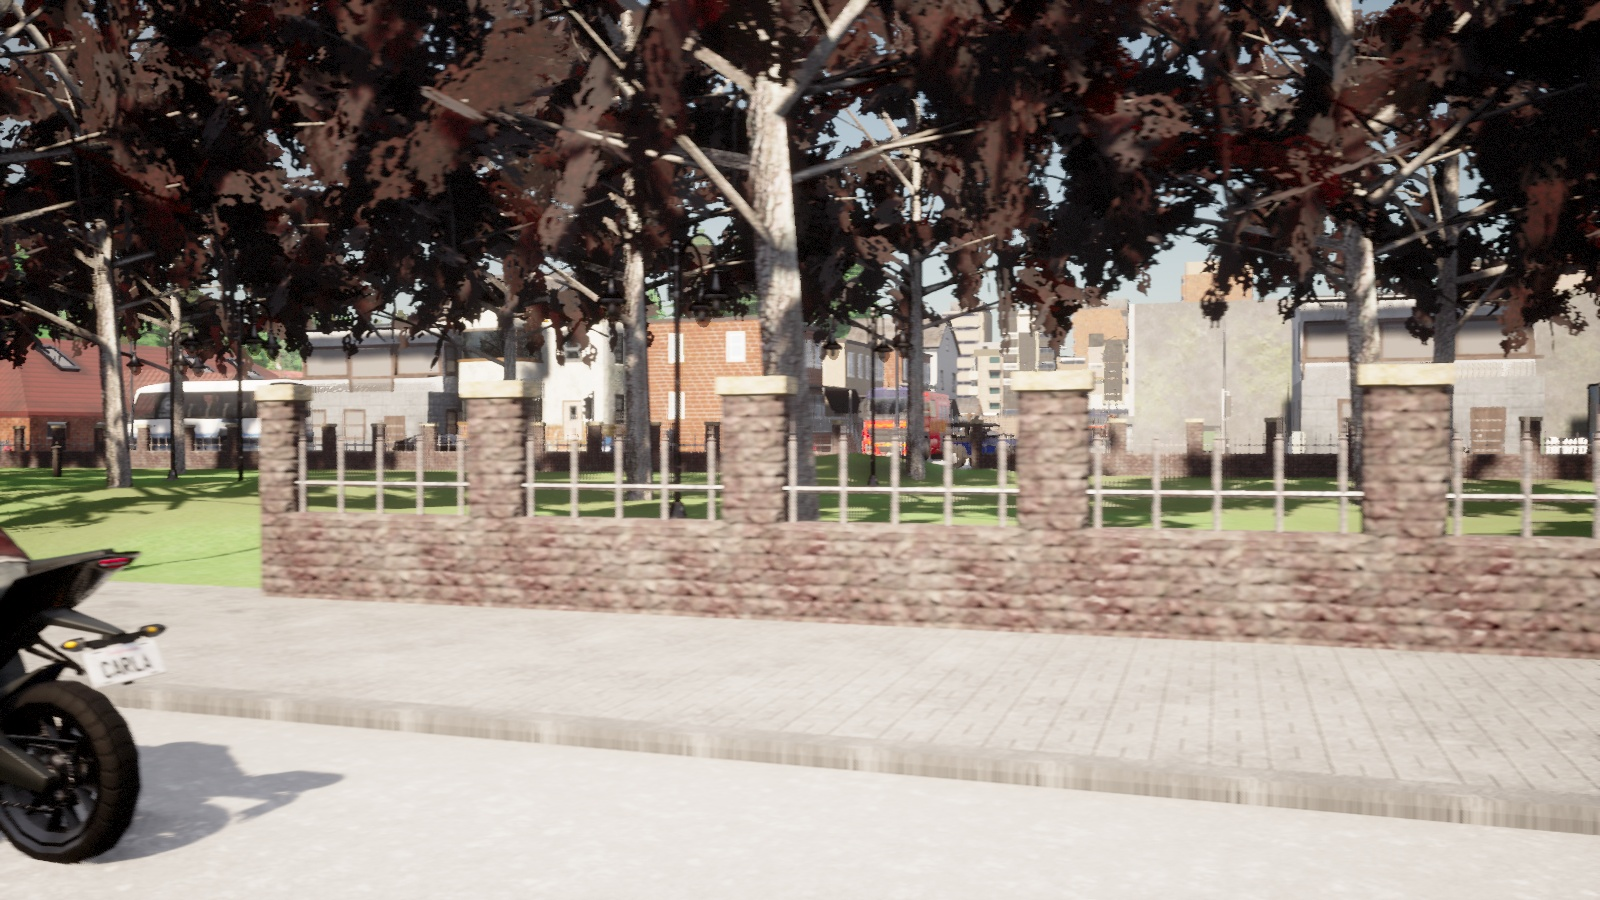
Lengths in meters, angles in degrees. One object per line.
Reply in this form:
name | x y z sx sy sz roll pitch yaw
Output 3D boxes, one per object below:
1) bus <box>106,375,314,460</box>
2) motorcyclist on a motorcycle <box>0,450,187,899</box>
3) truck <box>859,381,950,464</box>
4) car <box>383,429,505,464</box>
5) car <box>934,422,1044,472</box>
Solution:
bus | -31.194 -1.731 66.420 10.273 4.253 3.944 1 2 22
motorcyclist on a motorcycle | -3.622 0.769 4.941 2.191 1.530 0.866 1 1 19
truck | 5.292 -1.313 62.099 2.891 3.827 8.468 0 1 16
car | -16.102 -0.188 56.865 4.902 1.511 2.128 0 1 16
car | 7.455 -0.144 49.607 3.866 1.878 1.905 1 1 42
